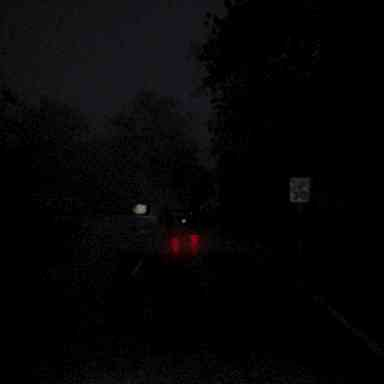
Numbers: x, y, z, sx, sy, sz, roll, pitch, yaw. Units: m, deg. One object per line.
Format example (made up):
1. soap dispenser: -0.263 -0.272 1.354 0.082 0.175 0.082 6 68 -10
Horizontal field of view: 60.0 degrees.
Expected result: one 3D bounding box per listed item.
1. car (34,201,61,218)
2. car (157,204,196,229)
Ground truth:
1. car: -15.126 1.635 31.750 5.008 1.535 1.882 0 -1 4
2. car: -1.114 1.529 22.053 2.128 1.511 4.902 0 0 -15
